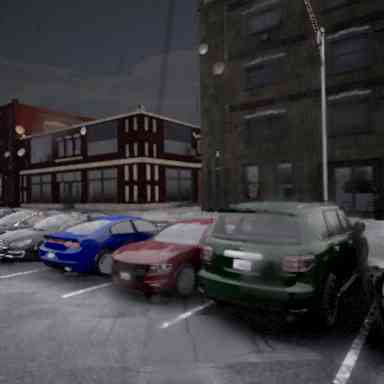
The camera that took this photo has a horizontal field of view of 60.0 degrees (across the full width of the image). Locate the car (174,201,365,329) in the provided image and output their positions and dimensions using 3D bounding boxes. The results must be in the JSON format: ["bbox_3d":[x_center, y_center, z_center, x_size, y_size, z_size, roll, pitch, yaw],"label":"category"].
[{"bbox_3d":[2.334,1.223,7.330,2.435,2.045,5.566,0,0,36],"label":"car"}]

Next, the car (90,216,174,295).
[{"bbox_3d":[0.078,1.471,8.915,2.097,1.535,5.008,0,0,36],"label":"car"}]

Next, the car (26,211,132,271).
[{"bbox_3d":[-2.168,1.472,10.511,2.097,1.535,5.008,0,0,36],"label":"car"}]

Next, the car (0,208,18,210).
[{"bbox_3d":[-6.644,1.486,13.730,2.231,1.521,4.892,0,0,36],"label":"car"}]

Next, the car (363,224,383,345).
[{"bbox_3d":[4.539,1.355,5.677,2.185,1.767,4.553,0,0,36],"label":"car"}]

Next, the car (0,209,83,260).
[{"bbox_3d":[-4.403,1.477,12.124,2.231,1.521,4.892,0,0,36],"label":"car"}]
